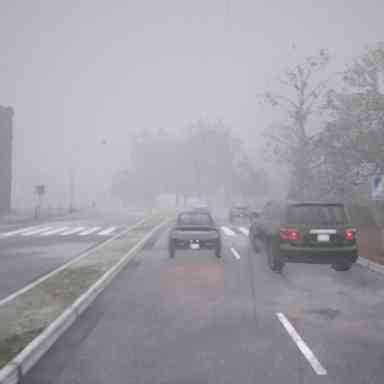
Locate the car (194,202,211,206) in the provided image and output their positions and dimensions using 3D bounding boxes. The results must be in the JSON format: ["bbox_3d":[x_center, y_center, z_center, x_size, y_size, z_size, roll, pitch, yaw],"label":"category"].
[{"bbox_3d":[0.917,1.630,28.862,1.812,1.442,4.674,0,0,7],"label":"car"}]

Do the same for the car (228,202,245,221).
[{"bbox_3d":[4.038,1.579,27.665,2.128,1.511,4.902,0,0,6],"label":"car"}]

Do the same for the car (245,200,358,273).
[{"bbox_3d":[3.346,1.258,11.013,2.150,2.045,5.566,0,0,1],"label":"car"}]

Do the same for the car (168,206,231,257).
[{"bbox_3d":[0.101,1.536,13.117,2.128,1.511,4.902,0,0,0],"label":"car"}]
